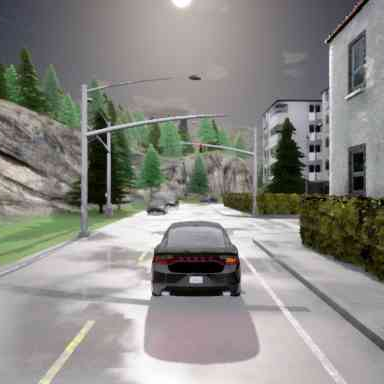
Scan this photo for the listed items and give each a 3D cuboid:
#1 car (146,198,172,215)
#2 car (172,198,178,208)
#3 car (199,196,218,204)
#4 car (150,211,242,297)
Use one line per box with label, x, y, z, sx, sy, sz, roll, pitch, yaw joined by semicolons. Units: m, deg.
car;-3.503;1.544;34.223;2.033;1.411;5.357;0;0;0
car;-3.146;1.542;49.212;2.033;1.411;5.357;0;0;5
car;3.375;1.499;65.968;1.837;1.490;4.892;0;0;37
car;0.097;1.477;8.646;1.882;1.535;5.008;0;0;0
